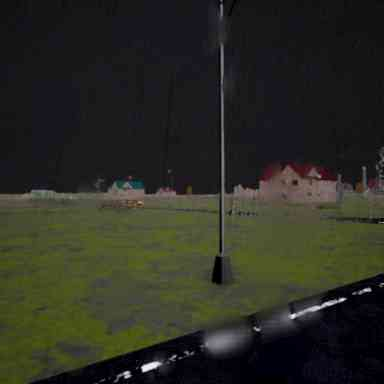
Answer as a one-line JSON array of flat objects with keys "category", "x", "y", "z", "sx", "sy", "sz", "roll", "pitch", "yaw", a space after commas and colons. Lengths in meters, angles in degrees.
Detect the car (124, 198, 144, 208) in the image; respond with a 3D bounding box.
[{"category": "car", "x": -9.872, "y": 1.867, "z": 56.316, "sx": 1.882, "sy": 1.535, "sz": 5.008, "roll": 1, "pitch": -1, "yaw": -36}]
